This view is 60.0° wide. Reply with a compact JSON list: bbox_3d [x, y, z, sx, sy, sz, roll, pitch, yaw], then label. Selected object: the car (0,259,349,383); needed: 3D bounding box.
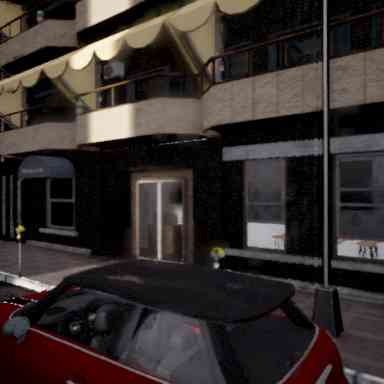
[{"bbox_3d":[-0.708,1.445,3.382,4.097,1.590,1.967,0,0,36],"label":"car"}]
